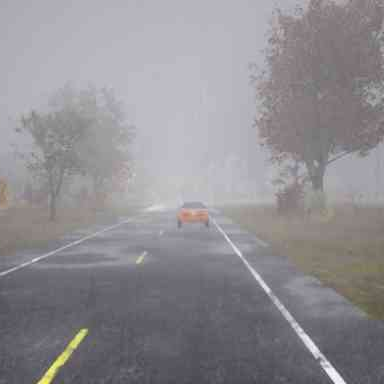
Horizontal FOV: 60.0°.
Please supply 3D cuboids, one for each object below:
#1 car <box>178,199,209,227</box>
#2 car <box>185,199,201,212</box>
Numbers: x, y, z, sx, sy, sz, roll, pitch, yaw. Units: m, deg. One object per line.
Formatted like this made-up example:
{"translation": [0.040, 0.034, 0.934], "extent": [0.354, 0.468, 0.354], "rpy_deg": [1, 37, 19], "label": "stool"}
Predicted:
{"translation": [0.088, 1.432, 23.842], "extent": [2.097, 1.767, 4.553], "rpy_deg": [0, 0, 0], "label": "car"}
{"translation": [0.085, 1.650, 42.013], "extent": [1.882, 1.535, 5.008], "rpy_deg": [0, 0, 0], "label": "car"}
